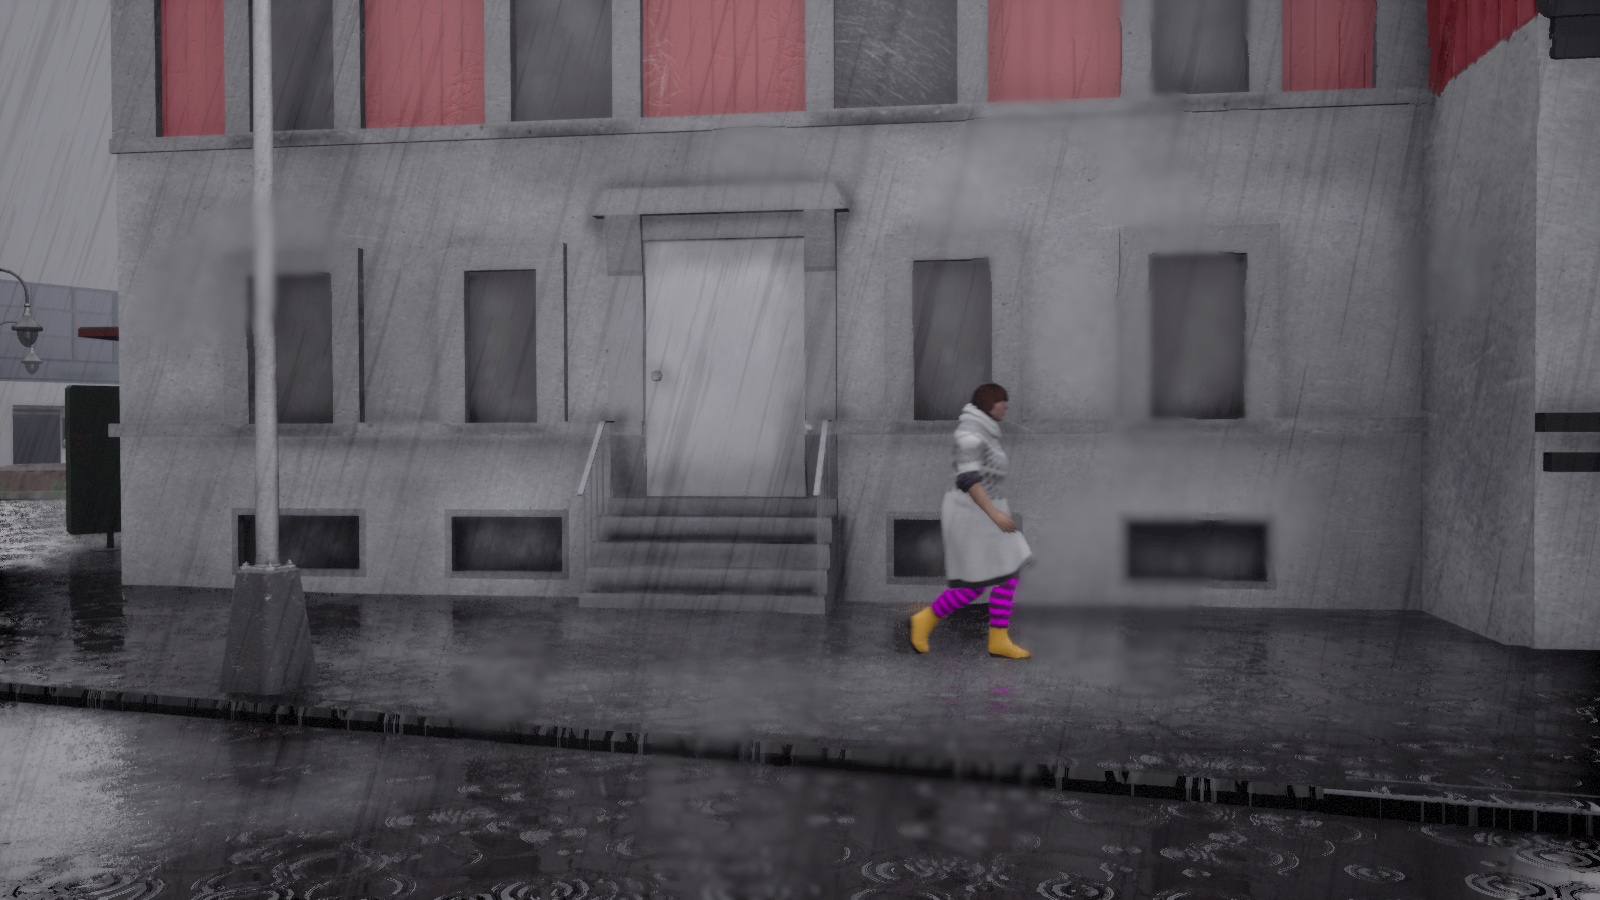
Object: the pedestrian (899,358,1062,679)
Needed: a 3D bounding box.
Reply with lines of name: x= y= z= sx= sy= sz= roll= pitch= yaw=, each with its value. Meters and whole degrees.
pedestrian: x=1.171 y=0.411 z=8.106 sx=0.873 sy=1.952 sz=0.659 roll=1 pitch=1 yaw=25
